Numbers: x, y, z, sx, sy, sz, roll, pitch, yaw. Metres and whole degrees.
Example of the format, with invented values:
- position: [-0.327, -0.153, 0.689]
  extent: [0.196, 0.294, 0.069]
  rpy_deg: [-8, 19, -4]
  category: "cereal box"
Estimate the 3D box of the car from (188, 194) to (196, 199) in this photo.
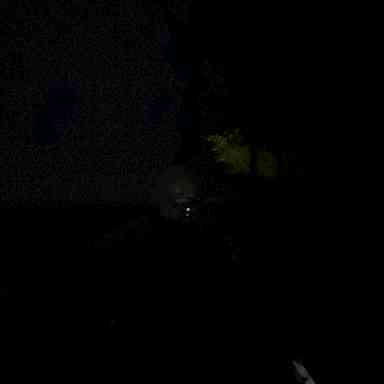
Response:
- position: [0.017, 1.199, 90.277]
  extent: [1.895, 1.301, 4.718]
  rpy_deg: [0, 0, 0]
  category: "car"

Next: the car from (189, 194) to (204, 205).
- position: [0.972, 1.241, 55.360]
  extent: [2.097, 1.767, 4.553]
  rpy_deg: [0, 0, 0]
  category: "car"

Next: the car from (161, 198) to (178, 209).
- position: [-2.830, 1.482, 42.498]
  extent: [1.994, 1.385, 4.181]
  rpy_deg: [0, 0, 0]
  category: "car"
